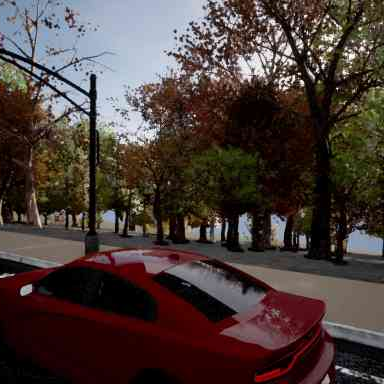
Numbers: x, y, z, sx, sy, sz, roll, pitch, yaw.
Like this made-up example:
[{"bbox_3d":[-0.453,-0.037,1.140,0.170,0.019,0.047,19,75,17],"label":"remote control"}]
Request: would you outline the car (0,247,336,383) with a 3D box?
[{"bbox_3d":[-0.876,1.477,4.302,5.008,1.535,1.882,0,0,35],"label":"car"}]
